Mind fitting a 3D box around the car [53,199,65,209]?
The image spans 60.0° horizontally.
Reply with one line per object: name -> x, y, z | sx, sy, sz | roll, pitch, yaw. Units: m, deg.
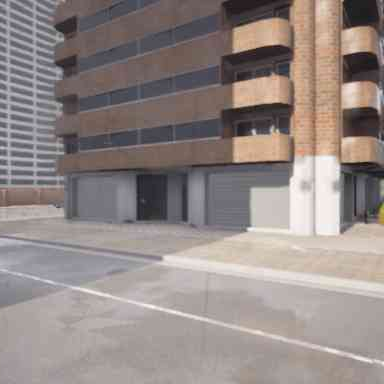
car -> -15.792, 1.484, 43.038 | 1.994, 1.385, 4.181 | 0, 0, 33
